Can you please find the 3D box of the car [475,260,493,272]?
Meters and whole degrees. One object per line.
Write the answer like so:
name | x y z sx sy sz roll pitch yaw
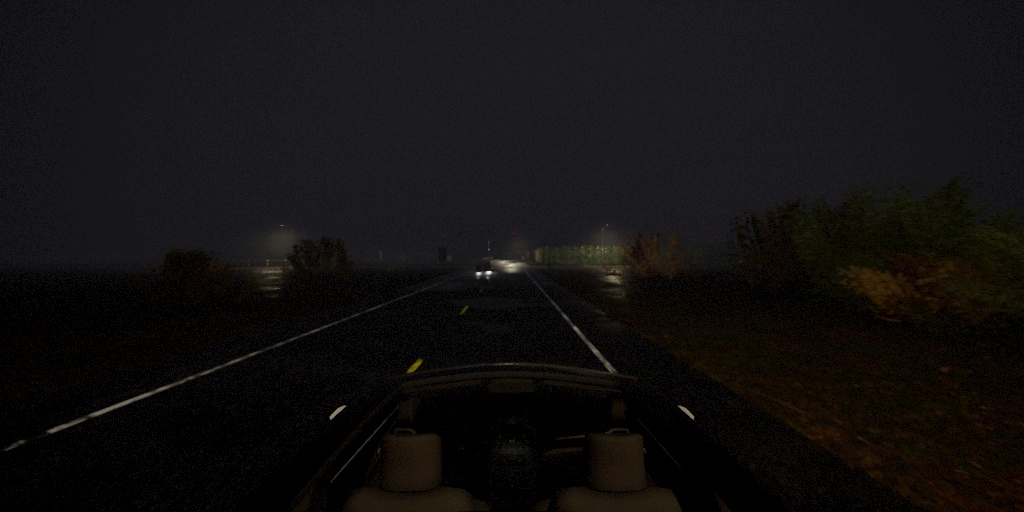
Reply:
car | -3.552 1.260 45.846 1.994 1.385 4.181 0 0 1
